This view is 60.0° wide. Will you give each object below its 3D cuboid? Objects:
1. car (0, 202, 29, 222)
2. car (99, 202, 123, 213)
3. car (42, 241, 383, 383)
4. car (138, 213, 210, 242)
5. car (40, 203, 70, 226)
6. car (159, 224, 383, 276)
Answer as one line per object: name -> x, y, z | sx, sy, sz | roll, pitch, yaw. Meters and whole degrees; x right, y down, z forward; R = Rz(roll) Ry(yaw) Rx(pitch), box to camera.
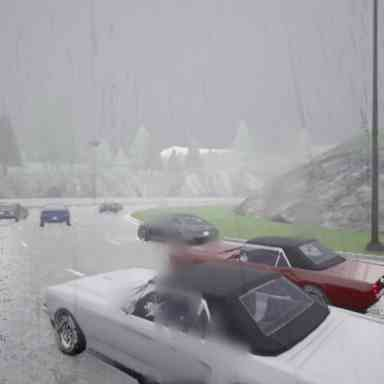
car -> -14.648, 1.627, 26.964 | 2.033, 1.411, 5.357 | 0, 0, -16
car -> -9.280, 1.775, 38.693 | 1.895, 1.301, 4.718 | 0, 0, -1
car -> 0.022, 1.628, 4.295 | 4.718, 1.301, 1.895 | 0, 0, 39
car -> -0.699, 1.648, 14.974 | 1.994, 1.385, 4.181 | 0, 0, -40
car -> -9.934, 1.566, 24.202 | 1.882, 1.535, 5.008 | 0, 0, -22
car -> 1.649, 1.654, 7.413 | 4.718, 1.301, 1.895 | 0, 0, 41
